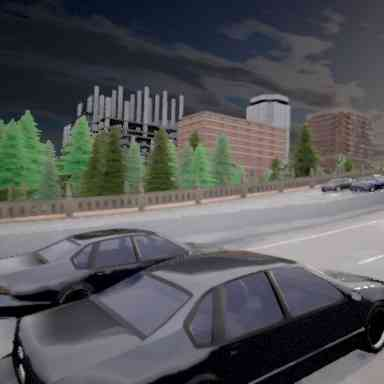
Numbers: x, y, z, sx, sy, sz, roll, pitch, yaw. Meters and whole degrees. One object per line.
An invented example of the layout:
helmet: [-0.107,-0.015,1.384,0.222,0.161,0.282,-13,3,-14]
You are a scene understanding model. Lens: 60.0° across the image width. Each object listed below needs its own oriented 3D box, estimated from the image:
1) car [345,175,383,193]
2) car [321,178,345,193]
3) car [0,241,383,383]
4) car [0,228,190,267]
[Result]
car: [18.168,-0.912,34.010,4.553,1.767,2.097,-6,4,-35]
car: [16.268,-0.774,36.951,4.892,1.490,1.837,-6,4,-35]
car: [0.641,1.499,4.241,5.357,1.411,2.033,-1,1,-35]
car: [-1.373,1.498,7.106,5.357,1.411,2.033,-1,1,-35]
